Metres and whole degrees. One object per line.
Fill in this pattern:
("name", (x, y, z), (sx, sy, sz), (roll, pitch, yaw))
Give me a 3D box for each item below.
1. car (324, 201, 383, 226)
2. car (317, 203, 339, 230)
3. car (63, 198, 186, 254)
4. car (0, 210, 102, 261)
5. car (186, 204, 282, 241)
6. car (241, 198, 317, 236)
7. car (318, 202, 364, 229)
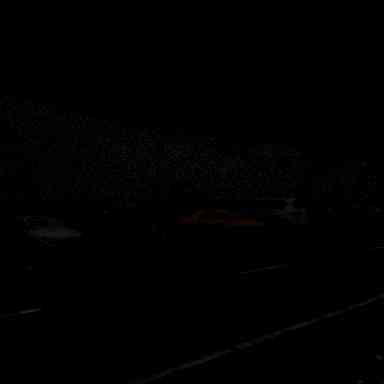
("car", (11.285, 1.492, 24.611), (4.553, 1.767, 2.185), (-1, -1, 35))
("car", (6.387, 1.642, 21.121), (4.792, 1.488, 2.163), (-1, -1, 35))
("car", (-3.348, 1.296, 14.142), (5.566, 2.045, 2.435), (-1, -2, 35))
("car", (-5.827, 1.555, 12.412), (4.674, 1.452, 2.002), (-1, -2, 35))
("car", (1.671, 1.584, 17.526), (5.366, 1.575, 1.946), (-1, -1, 35))
("car", (3.942, 1.353, 19.386), (5.566, 2.045, 2.435), (-1, -1, 35))
("car", (8.866, 1.661, 22.855), (4.674, 1.452, 2.002), (-1, -1, 35))
